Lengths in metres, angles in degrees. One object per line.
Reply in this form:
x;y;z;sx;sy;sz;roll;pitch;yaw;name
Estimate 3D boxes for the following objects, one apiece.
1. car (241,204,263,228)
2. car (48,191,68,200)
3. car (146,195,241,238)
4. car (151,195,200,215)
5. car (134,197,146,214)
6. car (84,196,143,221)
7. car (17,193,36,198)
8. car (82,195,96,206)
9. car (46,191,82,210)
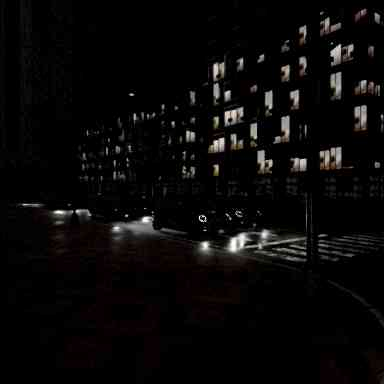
1.911;1.104;19.227;2.097;1.767;4.553;0;1;-38;car
-22.574;0.541;55.894;1.895;1.301;4.718;0;1;-38;car
-0.075;1.124;16.497;2.097;1.767;4.553;0;1;-38;car
-1.564;1.072;29.184;1.837;1.490;4.892;0;2;-38;car
-4.615;1.107;27.482;2.033;1.411;5.357;0;1;-38;car
-5.653;1.208;23.555;1.895;1.301;4.718;0;1;-38;car
-22.194;0.321;44.727;1.994;1.385;4.181;0;1;-38;car
-10.933;0.973;35.513;1.895;1.301;4.718;0;1;-38;car
-12.860;0.900;32.708;1.837;1.490;4.892;0;1;-38;car
